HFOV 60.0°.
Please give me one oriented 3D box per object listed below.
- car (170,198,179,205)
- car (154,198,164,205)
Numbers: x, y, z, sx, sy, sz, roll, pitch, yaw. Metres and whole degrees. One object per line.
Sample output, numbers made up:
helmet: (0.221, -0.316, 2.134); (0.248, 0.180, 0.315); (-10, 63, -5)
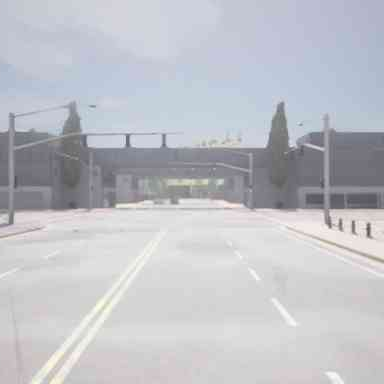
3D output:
car: (-4.012, 2.042, 74.850); (1.837, 1.490, 4.892); (0, 0, 0)
car: (-7.512, 2.067, 74.874); (1.812, 1.442, 4.674); (0, 0, 0)
